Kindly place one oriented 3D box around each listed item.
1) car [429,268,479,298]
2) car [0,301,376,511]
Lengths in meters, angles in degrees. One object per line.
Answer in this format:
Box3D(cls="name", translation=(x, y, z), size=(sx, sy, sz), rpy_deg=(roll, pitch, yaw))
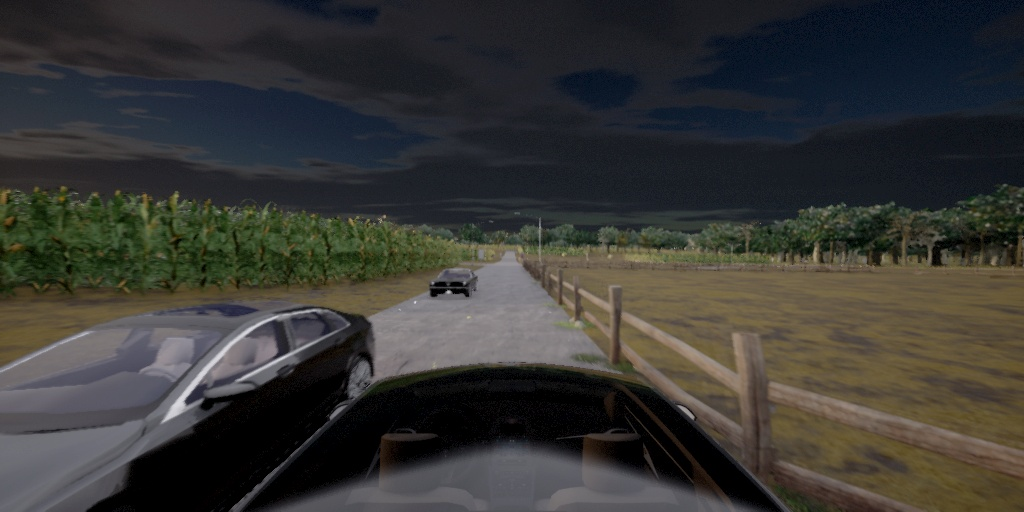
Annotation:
Box3D(cls="car", translation=(-2.825, 1.299, 18.191), size=(1.895, 1.301, 4.718), rpy_deg=(0, 0, 0))
Box3D(cls="car", translation=(-2.829, 1.237, 3.154), size=(2.128, 1.511, 4.902), rpy_deg=(0, 0, 0))
